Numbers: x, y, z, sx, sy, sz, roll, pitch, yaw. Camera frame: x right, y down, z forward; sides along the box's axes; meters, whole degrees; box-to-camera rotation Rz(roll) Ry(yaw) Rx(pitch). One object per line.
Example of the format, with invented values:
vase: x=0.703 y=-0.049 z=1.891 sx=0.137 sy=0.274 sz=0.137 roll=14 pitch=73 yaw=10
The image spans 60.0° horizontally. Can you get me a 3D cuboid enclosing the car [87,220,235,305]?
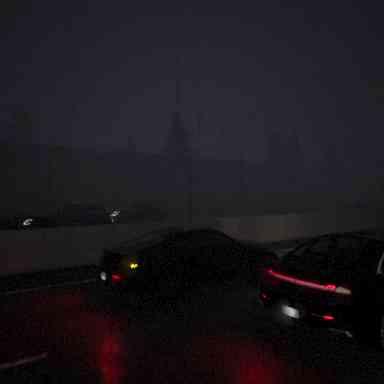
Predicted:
car: x=0.071 y=1.530 z=8.094 sx=4.674 sy=1.442 sz=1.812 roll=0 pitch=0 yaw=-35

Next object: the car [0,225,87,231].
car: x=-6.638 y=1.549 z=12.155 sx=5.357 sy=1.411 sz=2.033 roll=0 pitch=0 yaw=-35

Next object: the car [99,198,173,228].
car: x=-3.764 y=1.361 z=22.798 sx=4.553 sy=1.767 sz=2.097 roll=0 pitch=0 yaw=-35

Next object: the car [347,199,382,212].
car: x=21.019 y=1.560 z=40.435 sx=4.674 sy=1.442 sz=1.812 roll=0 pitch=0 yaw=-35

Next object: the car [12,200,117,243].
car: x=-6.314 y=1.356 z=16.682 sx=4.553 sy=1.767 sz=2.097 roll=0 pitch=0 yaw=-35

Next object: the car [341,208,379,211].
car: x=16.561 y=1.520 z=32.983 sx=4.902 sy=1.511 sz=2.128 roll=0 pitch=0 yaw=-35

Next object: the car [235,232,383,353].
car: x=3.380 y=1.497 z=6.155 sx=4.902 sy=1.511 sz=2.128 roll=0 pitch=0 yaw=-35
